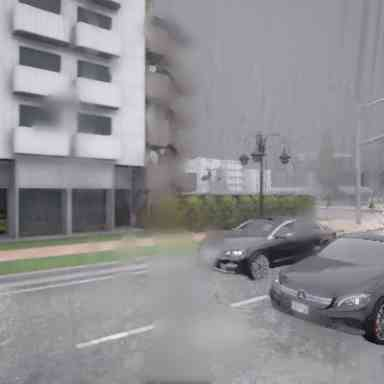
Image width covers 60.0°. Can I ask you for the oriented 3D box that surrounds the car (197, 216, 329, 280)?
[{"bbox_3d":[2.407,1.495,9.979,4.902,1.511,2.128,0,0,-35],"label":"car"}]

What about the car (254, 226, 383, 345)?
[{"bbox_3d":[3.565,1.529,6.502,4.674,1.442,1.812,0,0,-36],"label":"car"}]

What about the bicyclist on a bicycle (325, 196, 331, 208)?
[{"bbox_3d":[18.463,1.320,45.093,1.656,1.620,0.582,0,0,-38],"label":"bicyclist on a bicycle"}]
